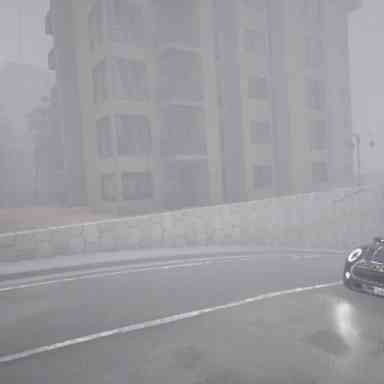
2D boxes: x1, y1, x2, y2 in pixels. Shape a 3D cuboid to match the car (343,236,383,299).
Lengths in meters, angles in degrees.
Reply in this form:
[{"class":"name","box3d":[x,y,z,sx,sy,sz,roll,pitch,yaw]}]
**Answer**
[{"class":"car","box3d":[5.631,1.550,7.851,4.553,1.767,2.097,5,-3,-34]}]
